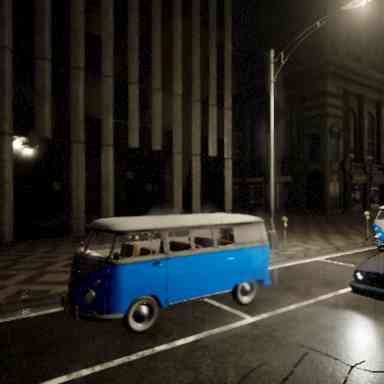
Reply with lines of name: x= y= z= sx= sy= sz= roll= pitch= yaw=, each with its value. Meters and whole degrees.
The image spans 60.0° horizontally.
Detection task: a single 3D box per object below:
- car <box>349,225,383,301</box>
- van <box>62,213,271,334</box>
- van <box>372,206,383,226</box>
car: x=5.757 y=1.552 z=7.464 sx=5.357 sy=1.411 sz=2.033 roll=0 pitch=0 yaw=-35
van: x=-0.274 y=1.342 z=6.458 sx=3.998 sy=1.788 sz=1.690 roll=0 pitch=0 yaw=-36
van: x=8.535 y=1.349 z=12.752 sx=3.998 sy=1.788 sz=1.690 roll=0 pitch=0 yaw=-36
